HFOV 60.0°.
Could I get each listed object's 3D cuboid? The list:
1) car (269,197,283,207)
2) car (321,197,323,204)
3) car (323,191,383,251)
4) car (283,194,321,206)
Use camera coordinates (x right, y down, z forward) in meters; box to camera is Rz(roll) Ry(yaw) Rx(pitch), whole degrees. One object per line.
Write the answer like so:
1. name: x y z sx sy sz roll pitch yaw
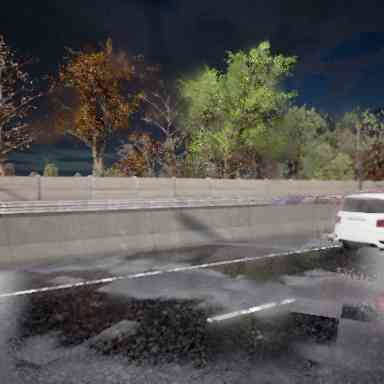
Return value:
1. car: 10.091 1.028 34.048 4.553 1.767 2.097 -1 0 -31
2. car: 13.867 0.913 28.149 5.566 2.045 2.150 -1 0 -31
3. car: 7.512 1.075 11.905 5.566 2.045 2.150 -1 0 -31
4. car: 11.052 1.172 30.547 5.008 1.535 1.882 -1 0 -31
